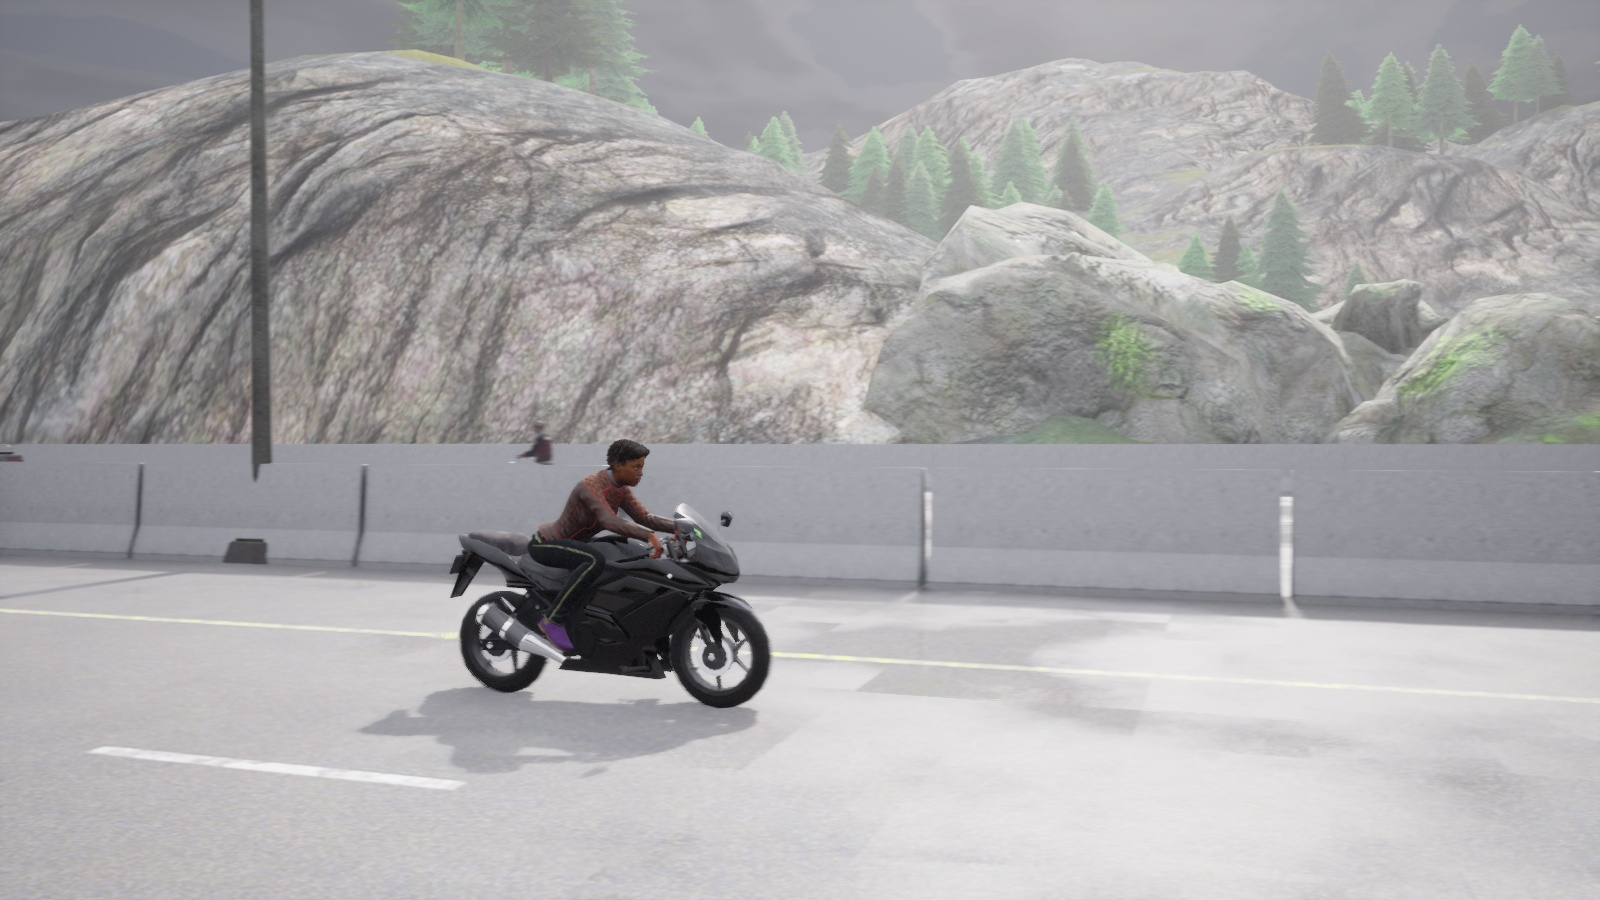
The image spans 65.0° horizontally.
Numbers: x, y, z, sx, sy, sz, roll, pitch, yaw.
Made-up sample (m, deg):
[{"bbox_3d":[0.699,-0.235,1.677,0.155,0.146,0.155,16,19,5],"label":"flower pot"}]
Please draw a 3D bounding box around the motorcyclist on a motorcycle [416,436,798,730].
[{"bbox_3d":[-1.108,0.688,7.258,2.044,1.523,0.797,1,1,19],"label":"motorcyclist on a motorcycle"}]

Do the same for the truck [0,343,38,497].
[{"bbox_3d":[-21.887,-0.702,29.005,7.936,3.462,2.891,1,1,19],"label":"truck"}]
